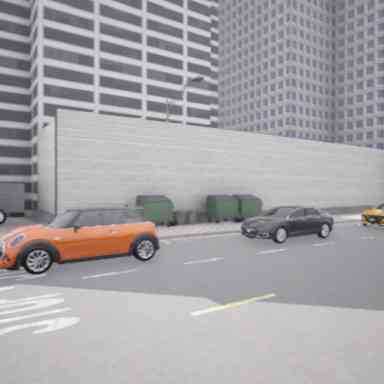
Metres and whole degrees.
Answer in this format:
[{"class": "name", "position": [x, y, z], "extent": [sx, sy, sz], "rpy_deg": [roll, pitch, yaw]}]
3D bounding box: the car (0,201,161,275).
[{"class": "car", "position": [-3.312, 1.232, 10.145], "extent": [4.553, 1.767, 2.097], "rpy_deg": [0, 1, -33]}]

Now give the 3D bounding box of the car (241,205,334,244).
[{"class": "car", "position": [4.417, 1.363, 15.157], "extent": [4.892, 1.490, 1.837], "rpy_deg": [0, 1, -33]}]

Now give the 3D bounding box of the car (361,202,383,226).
[{"class": "car", "position": [12.361, 1.313, 20.299], "extent": [5.008, 1.535, 1.882], "rpy_deg": [0, 1, -33]}]
